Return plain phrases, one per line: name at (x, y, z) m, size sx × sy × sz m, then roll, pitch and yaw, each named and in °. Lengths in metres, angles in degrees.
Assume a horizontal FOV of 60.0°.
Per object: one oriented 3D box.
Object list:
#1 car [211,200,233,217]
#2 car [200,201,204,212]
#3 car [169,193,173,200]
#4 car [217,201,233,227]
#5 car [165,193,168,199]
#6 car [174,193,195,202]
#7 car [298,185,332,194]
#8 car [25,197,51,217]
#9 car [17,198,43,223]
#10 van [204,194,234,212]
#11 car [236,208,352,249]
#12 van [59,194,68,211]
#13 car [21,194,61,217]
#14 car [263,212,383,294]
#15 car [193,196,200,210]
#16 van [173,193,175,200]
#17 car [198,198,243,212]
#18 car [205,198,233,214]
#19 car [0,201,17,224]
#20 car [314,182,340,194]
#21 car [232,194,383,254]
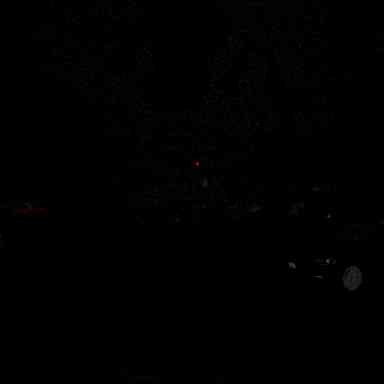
car at (4.122, 1.489, 23.790) m, size 4.674 × 1.452 × 2.002 m, roll 1°, pitch 0°, yaw -23°
car at (3.623, 1.312, 32.845) m, size 4.553 × 1.767 × 2.185 m, roll 1°, pitch 0°, yaw -24°
car at (-1.968, 1.326, 82.386) m, size 5.566 × 2.045 × 2.435 m, roll 1°, pitch 0°, yaw -30°
car at (4.272, 1.493, 20.769) m, size 4.674 × 1.452 × 2.002 m, roll 1°, pitch 0°, yaw -23°
car at (-3.939, 1.296, 94.274) m, size 5.566 × 2.045 × 2.435 m, roll 0°, pitch 0°, yaw -30°
car at (-1.023, 1.468, 76.446) m, size 4.553 × 1.767 × 2.185 m, roll 0°, pitch 0°, yaw -29°
car at (18.223, 0.143, 50.697) m, size 2.002 × 1.452 × 4.674 m, roll -7°, pitch 4°, yaw -29°
car at (-14.554, 1.488, 27.018) m, size 5.366 × 1.575 × 1.946 m, roll -1°, pitch 0°, yaw -23°
car at (-14.046, 1.485, 24.212) m, size 5.366 × 1.575 × 1.946 m, roll -1°, pitch 0°, yaw -23°
van at (3.687, 1.214, 29.770) m, size 4.442 × 1.987 × 1.878 m, roll 1°, pitch 0°, yaw -24°
car at (4.498, 1.501, 14.736) m, size 4.674 × 1.452 × 2.002 m, roll 1°, pitch 0°, yaw -22°
van at (-14.675, 1.257, 33.050) m, size 4.442 × 1.987 × 1.878 m, roll -1°, pitch 0°, yaw -24°
car at (-14.542, 1.361, 30.059) m, size 4.553 × 1.767 × 2.185 m, roll -1°, pitch 0°, yaw -24°
car at (4.668, 1.469, 8.690) m, size 5.008 × 1.535 × 2.097 m, roll 1°, pitch 0°, yaw -21°
car at (3.208, 1.429, 35.769) m, size 5.366 × 1.575 × 1.946 m, roll 1°, pitch 0°, yaw -25°
van at (-1.560, 1.359, 79.375) m, size 4.442 × 1.987 × 1.878 m, roll 0°, pitch 0°, yaw -29°
car at (3.329, 1.465, 38.828) m, size 4.792 × 1.488 × 2.163 m, roll 1°, pitch 0°, yaw -25°
car at (3.974, 1.447, 26.804) m, size 4.892 × 1.521 × 2.231 m, roll 1°, pitch 0°, yaw -23°
car at (-14.057, 1.533, 21.178) m, size 4.674 × 1.452 × 2.002 m, roll -1°, pitch 0°, yaw -23°
car at (21.180, -0.436, 51.151) m, size 2.435 × 2.045 × 5.566 m, roll -7°, pitch 4°, yaw -29°
car at (4.570, 1.214, 11.696) m, size 5.566 × 2.045 × 2.435 m, roll 1°, pitch 0°, yaw -22°
